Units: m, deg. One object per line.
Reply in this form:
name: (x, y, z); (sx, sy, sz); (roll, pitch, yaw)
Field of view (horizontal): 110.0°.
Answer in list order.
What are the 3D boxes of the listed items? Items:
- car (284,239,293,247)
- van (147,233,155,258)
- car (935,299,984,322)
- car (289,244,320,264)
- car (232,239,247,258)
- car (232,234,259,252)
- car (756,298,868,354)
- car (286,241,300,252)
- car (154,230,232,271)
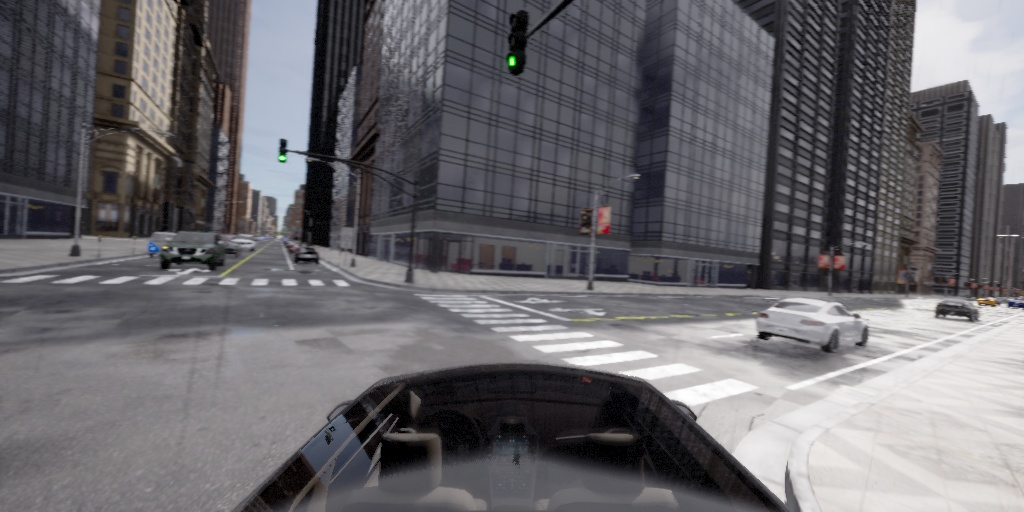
car: (-32.736, -1.341, 53.961); (1.888, 1.381, 4.507); (0, 0, -33)
van: (-24.523, -0.781, 25.632); (1.690, 1.789, 3.998); (0, 0, -33)
car: (34.122, 4.101, 27.453); (4.892, 1.490, 1.837); (5, 0, -33)
car: (-17.391, -0.081, 30.278); (1.948, 1.339, 4.313); (0, 0, -33)
car: (-25.141, -0.603, 31.730); (1.895, 1.301, 4.718); (4, 0, -33)
car: (-33.923, -1.692, 45.446); (2.150, 2.045, 5.566); (4, 0, -32)
car: (9.584, 2.091, 11.421); (4.674, 1.442, 1.812); (5, 0, -33)
car: (-26.598, -0.804, 44.488); (1.802, 1.307, 4.207); (0, 0, -33)
car: (-17.480, -0.374, 19.948); (2.150, 2.045, 5.566); (4, 0, -33)
